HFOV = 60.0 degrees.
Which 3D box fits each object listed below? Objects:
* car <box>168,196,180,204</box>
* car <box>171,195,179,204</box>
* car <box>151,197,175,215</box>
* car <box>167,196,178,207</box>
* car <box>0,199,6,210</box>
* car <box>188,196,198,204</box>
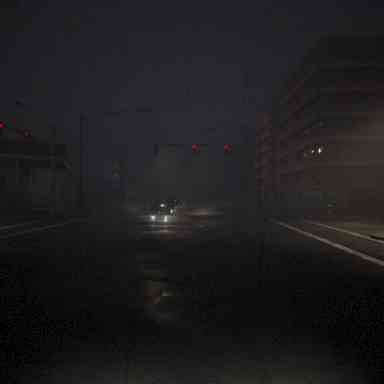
[{"bbox_3d":[-3.393,1.562,62.555,1.994,1.385,4.181,0,0,0],"label":"car"},{"bbox_3d":[-3.331,1.350,52.538,2.097,1.767,4.553,0,0,0],"label":"car"},{"bbox_3d":[-3.174,1.546,34.701,2.033,1.411,5.357,0,0,-1],"label":"car"},{"bbox_3d":[-3.256,1.563,43.942,1.994,1.385,4.181,0,0,0],"label":"car"},{"bbox_3d":[-24.053,1.454,38.905,3.806,1.475,1.970,0,0,1],"label":"car"},{"bbox_3d":[0.248,1.524,64.987,1.812,1.442,4.674,0,0,0],"label":"car"}]
